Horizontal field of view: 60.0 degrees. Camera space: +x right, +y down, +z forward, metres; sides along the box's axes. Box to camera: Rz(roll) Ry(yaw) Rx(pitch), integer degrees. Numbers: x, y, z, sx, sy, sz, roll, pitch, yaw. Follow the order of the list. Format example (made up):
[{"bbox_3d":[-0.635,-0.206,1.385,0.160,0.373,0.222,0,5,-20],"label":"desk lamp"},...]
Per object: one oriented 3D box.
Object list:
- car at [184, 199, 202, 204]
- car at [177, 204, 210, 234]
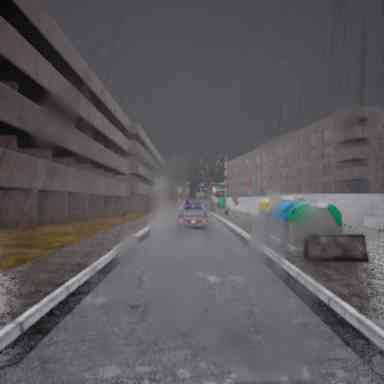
[{"bbox_3d":[0.106,1.936,42.813,2.150,2.045,5.566,0,-2,0],"label":"car"},{"bbox_3d":[0.087,1.644,19.938,2.033,1.411,5.357,0,-1,0],"label":"car"}]
